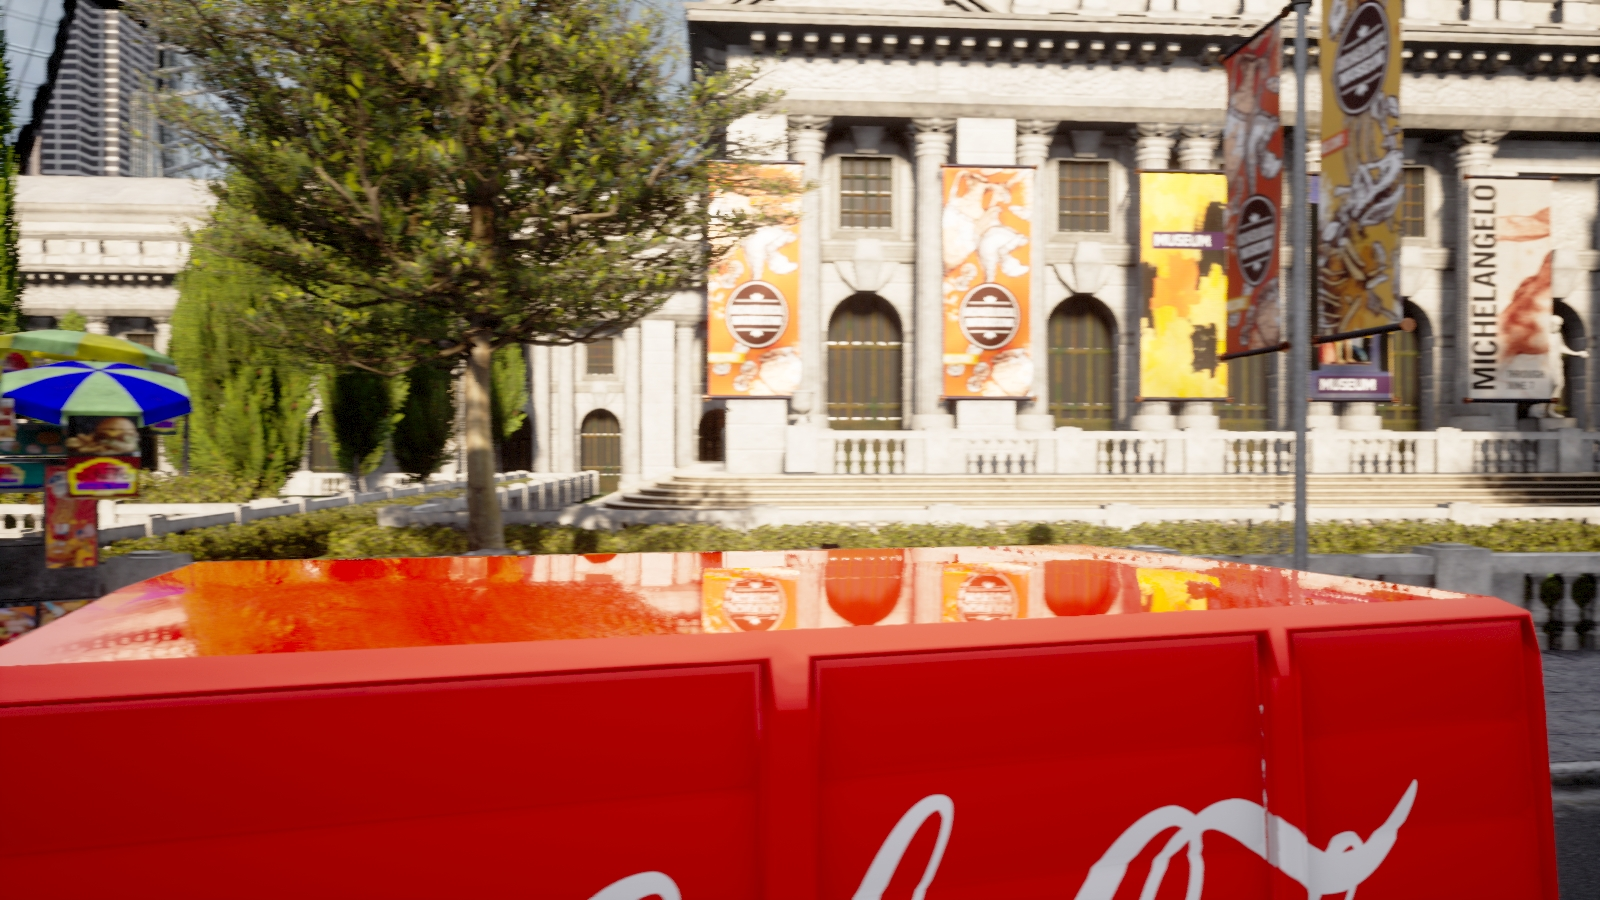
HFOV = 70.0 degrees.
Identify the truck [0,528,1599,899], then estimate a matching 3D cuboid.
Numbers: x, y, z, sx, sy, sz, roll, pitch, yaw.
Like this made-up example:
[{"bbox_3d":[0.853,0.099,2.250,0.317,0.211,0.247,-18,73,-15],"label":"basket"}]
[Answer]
[{"bbox_3d":[-0.951,1.564,2.931,5.204,2.467,2.627,0,0,-18],"label":"truck"}]
